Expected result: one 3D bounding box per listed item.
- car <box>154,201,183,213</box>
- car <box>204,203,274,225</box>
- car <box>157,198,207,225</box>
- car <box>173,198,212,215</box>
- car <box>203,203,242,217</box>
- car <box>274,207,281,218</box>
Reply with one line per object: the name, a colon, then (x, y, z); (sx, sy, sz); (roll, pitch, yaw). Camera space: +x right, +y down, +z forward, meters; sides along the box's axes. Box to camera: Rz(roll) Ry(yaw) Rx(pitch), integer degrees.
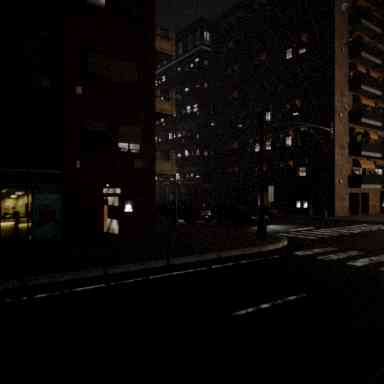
car: (-3.280, 2.025, 45.615); (2.008, 1.369, 4.403); (-1, 0, -36)
car: (3.580, 1.779, 26.346); (2.033, 1.411, 5.357); (0, -1, -34)
car: (-0.390, 1.586, 27.061); (2.192, 1.841, 5.009); (-1, 0, -36)
car: (0.010, 1.718, 41.128); (2.192, 1.841, 5.009); (-1, 0, -36)
car: (3.310, 1.899, 36.639); (1.947, 1.339, 4.313); (-1, 0, -36)
car: (6.605, 1.844, 32.151); (1.802, 1.307, 4.206); (-1, 0, -36)
